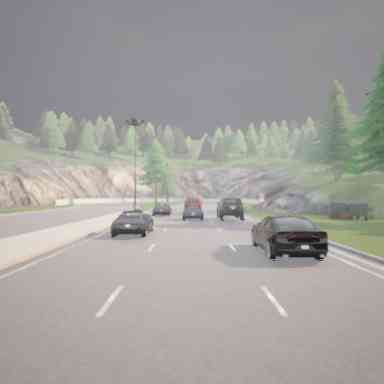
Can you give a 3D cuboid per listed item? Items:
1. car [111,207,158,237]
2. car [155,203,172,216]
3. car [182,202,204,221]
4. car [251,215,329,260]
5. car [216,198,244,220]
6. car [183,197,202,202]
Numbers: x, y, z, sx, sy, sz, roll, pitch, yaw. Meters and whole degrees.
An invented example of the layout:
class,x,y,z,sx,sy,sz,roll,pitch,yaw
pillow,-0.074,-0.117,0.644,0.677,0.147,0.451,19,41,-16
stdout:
class,x,y,z,sx,sy,sz,roll,pitch,yaw
car,-3.401,1.778,19.551,1.994,1.385,4.181,0,-1,0
car,-3.404,1.983,38.391,1.994,1.385,4.181,0,-1,0
car,0.096,1.905,31.285,1.994,1.385,4.181,0,-1,0
car,3.599,1.621,13.058,1.882,1.535,5.008,0,0,0
car,3.596,1.567,31.778,2.150,2.045,5.566,0,-1,0
car,0.091,1.676,41.491,2.150,2.045,5.566,0,0,0
